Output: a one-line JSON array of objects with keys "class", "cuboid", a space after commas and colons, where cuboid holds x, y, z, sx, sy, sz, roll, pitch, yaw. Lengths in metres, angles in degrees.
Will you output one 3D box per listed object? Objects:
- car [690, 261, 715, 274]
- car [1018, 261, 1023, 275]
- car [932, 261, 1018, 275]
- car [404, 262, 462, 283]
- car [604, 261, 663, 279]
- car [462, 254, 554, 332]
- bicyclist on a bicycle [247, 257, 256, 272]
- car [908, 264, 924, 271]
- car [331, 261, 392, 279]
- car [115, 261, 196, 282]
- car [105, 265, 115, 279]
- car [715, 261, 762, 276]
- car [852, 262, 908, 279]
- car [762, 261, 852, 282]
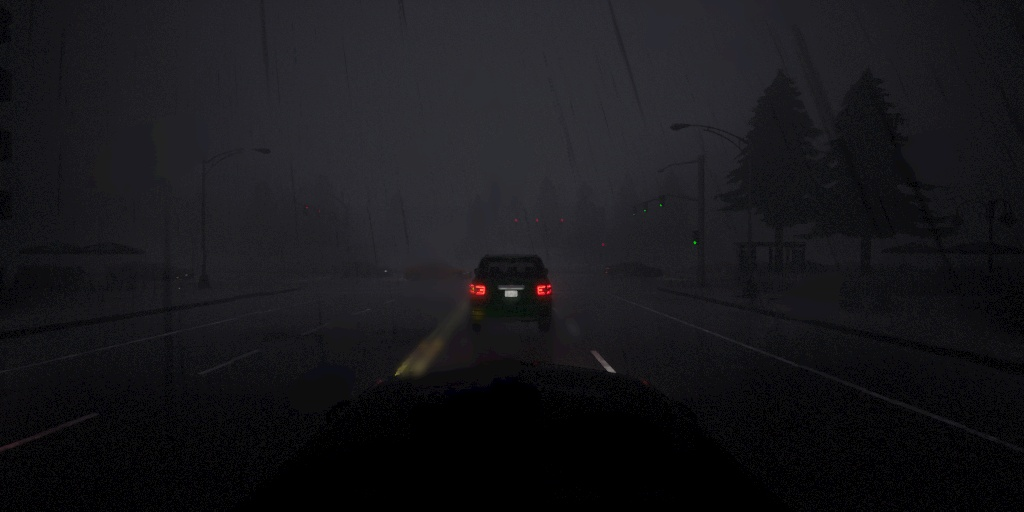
[{"class": "car", "cuboid": [21.491, 1.220, 38.176, 4.674, 1.442, 1.812, 0, 0, 0]}, {"class": "car", "cuboid": [49.335, 1.199, 35.419, 4.892, 1.490, 1.837, 0, 0, 20]}, {"class": "car", "cuboid": [42.803, 1.186, 33.619, 4.902, 1.511, 2.128, 0, 0, 13]}, {"class": "car", "cuboid": [-5.574, 1.208, 27.261, 5.008, 1.535, 1.882, 0, 0, -1]}, {"class": "car", "cuboid": [10.434, 1.208, 30.902, 4.892, 1.490, 1.837, 0, 0, -1]}, {"class": "car", "cuboid": [-0.022, 0.971, 11.024, 2.150, 2.045, 5.566, 0, 0, 0]}, {"class": "bicyclist on a bicycle", "cuboid": [-30.106, 0.995, 41.533, 0.582, 1.620, 1.656, 0, 0, -1]}, {"class": "car", "cuboid": [39.727, 1.295, 37.662, 4.718, 1.301, 1.895, 0, 0, 7]}, {"class": "car", "cuboid": [-12.810, 1.204, 30.697, 4.892, 1.490, 1.837, 0, 0, -1]}, {"class": "car", "cuboid": [-26.568, 1.258, 27.030, 4.181, 1.385, 1.994, 0, 0, -1]}, {"class": "car", "cuboid": [-31.321, 1.172, 30.423, 5.008, 1.535, 1.882, 0, 0, -2]}, {"class": "car", "cuboid": [22.940, 1.186, 34.681, 4.902, 1.511, 2.128, 0, 0, 0]}, {"class": "car", "cuboid": [30.345, 1.242, 31.075, 5.357, 1.411, 2.033, 0, 0, 0]}, {"class": "car", "cuboid": [22.555, 1.172, 27.511, 5.008, 1.535, 1.882, 0, 0, -1]}]
